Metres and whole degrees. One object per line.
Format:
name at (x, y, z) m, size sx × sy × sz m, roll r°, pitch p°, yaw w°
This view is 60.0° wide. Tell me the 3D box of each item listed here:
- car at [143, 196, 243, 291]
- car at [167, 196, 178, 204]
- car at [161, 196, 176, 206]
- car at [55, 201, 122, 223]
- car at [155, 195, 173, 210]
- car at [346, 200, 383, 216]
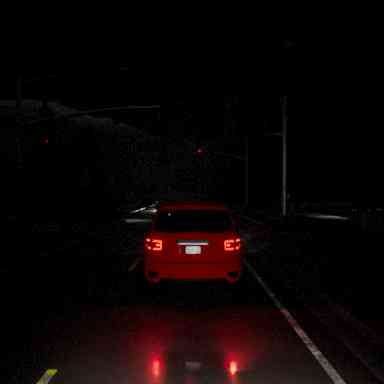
car at (0.038, 1.221, 9.165) m, size 2.150 × 2.045 × 5.566 m, roll 0°, pitch 0°, yaw 0°
car at (-3.696, 1.564, 63.941) m, size 1.994 × 1.385 × 4.181 m, roll 0°, pitch 0°, yaw 0°
car at (-3.709, 1.491, 54.056) m, size 2.128 × 1.511 × 4.902 m, roll 0°, pitch 0°, yaw 0°
car at (-7.845, 1.492, 25.398) m, size 4.892 × 1.490 × 1.837 m, roll 0°, pitch 0°, yaw -12°
car at (-3.692, 1.352, 44.561) m, size 2.097 × 1.767 × 4.553 m, roll 0°, pitch 0°, yaw 0°
car at (16.485, 1.520, 29.977) m, size 4.892 × 1.490 × 1.837 m, roll 0°, pitch 0°, yaw -2°
